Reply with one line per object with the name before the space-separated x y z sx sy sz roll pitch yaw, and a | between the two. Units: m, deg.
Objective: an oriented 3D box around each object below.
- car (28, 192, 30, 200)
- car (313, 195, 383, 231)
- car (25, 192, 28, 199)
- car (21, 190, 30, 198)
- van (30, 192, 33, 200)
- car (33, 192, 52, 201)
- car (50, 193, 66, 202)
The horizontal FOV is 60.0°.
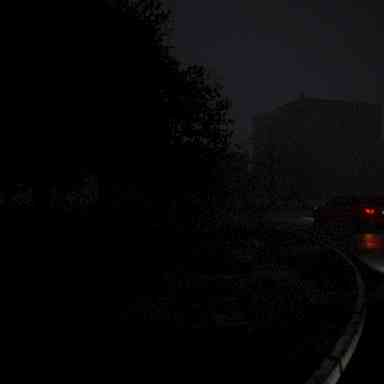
car | -33.950 1.077 75.185 4.553 1.767 2.185 0 1 -32
car | 10.080 1.230 21.185 2.150 2.045 5.566 0 0 -15
car | -35.536 1.164 77.619 5.008 1.535 2.097 0 1 -32
car | -38.414 0.841 82.223 5.566 2.045 2.435 0 1 -32
van | -31.164 1.043 70.513 4.442 1.987 1.878 0 1 -32
car | -29.483 1.171 68.137 4.553 1.767 2.185 0 0 -32
car | -26.625 1.367 63.515 4.792 1.488 2.163 0 0 -32
